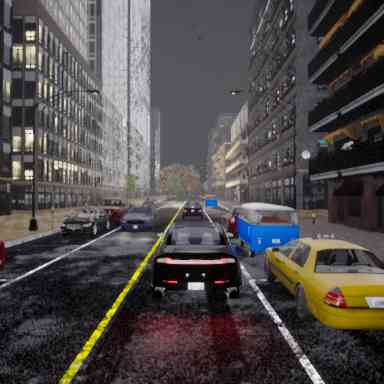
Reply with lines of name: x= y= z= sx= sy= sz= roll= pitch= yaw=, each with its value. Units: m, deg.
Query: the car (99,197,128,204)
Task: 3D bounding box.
car: x=-5.698 y=1.320 z=23.800 sx=2.192 sy=1.841 sz=5.009 roll=1 pitch=0 yaw=0

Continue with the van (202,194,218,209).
van: x=2.659 y=1.351 z=46.444 sx=1.690 sy=1.788 sz=3.998 roll=1 pitch=0 yaw=0

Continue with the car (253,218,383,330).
car: x=2.695 y=1.527 z=7.013 sx=1.752 sy=1.417 sz=4.829 roll=1 pitch=0 yaw=0

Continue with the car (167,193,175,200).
car: x=-5.773 y=1.337 z=91.688 sx=2.192 sy=1.841 sz=5.009 roll=1 pitch=0 yaw=0

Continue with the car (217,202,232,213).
car: x=2.685 y=1.444 z=18.158 sx=1.967 sy=1.590 sz=4.097 roll=1 pitch=0 yaw=0

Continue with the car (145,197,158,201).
car: x=-5.723 y=1.450 z=46.430 sx=1.967 sy=1.590 sz=4.097 roll=1 pitch=0 yaw=0

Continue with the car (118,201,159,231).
car: x=-3.121 y=1.552 z=21.066 sx=2.033 sy=1.411 sz=5.357 roll=0 pitch=0 yaw=0

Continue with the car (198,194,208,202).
car: x=2.625 y=1.334 z=80.389 sx=2.192 sy=1.841 sz=5.009 roll=1 pitch=0 yaw=0

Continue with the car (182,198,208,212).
car: x=0.067 y=1.553 z=28.956 sx=2.033 sy=1.411 sz=5.357 roll=0 pitch=0 yaw=0

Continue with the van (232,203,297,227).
van: x=2.692 y=1.344 z=12.500 sx=1.690 sy=1.788 sz=3.998 roll=1 pitch=0 yaw=0

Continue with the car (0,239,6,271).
car: x=-5.685 y=1.546 z=6.829 sx=1.887 sy=1.381 sz=4.507 roll=1 pitch=0 yaw=0

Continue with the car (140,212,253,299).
car: x=0.087 y=1.493 z=8.440 sx=2.128 sy=1.511 sz=4.902 roll=0 pitch=0 yaw=0

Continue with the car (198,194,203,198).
car: x=2.633 y=1.567 z=69.073 sx=2.008 sy=1.369 sz=4.403 roll=1 pitch=0 yaw=0

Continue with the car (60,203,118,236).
car: x=-5.697 y=1.554 z=18.143 sx=2.008 sy=1.369 sz=4.403 roll=1 pitch=0 yaw=0
